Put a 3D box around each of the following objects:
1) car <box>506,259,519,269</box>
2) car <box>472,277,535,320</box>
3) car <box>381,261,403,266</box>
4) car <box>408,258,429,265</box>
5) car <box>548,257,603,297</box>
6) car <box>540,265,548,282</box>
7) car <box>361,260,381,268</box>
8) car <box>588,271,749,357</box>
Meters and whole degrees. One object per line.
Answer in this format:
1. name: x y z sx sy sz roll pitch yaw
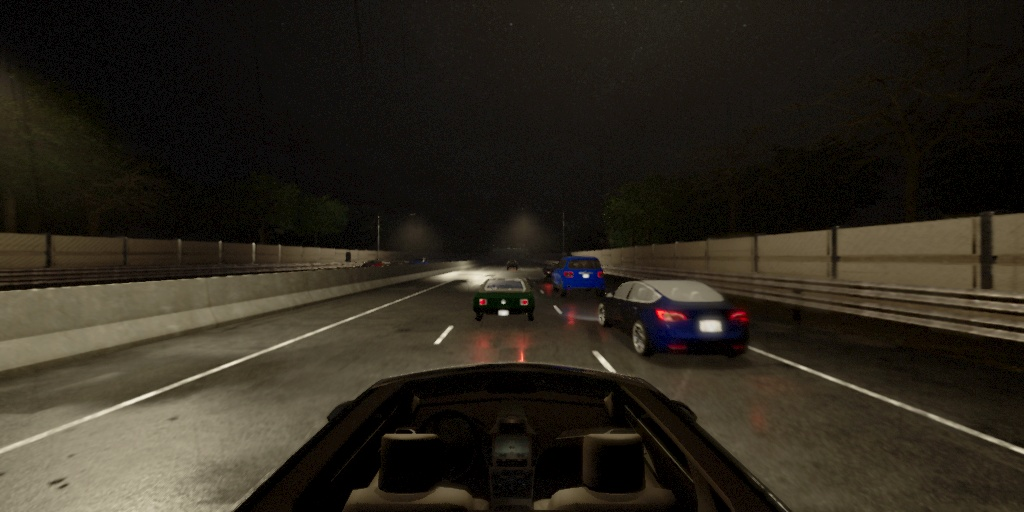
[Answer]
1. car: 0.092 1.607 64.097 1.837 1.490 4.892 0 -1 0
2. car: -0.191 1.401 12.791 1.895 1.301 4.718 0 0 1
3. car: -17.499 1.641 53.662 1.895 1.301 4.718 0 0 0
4. car: -13.995 1.254 54.163 2.150 2.045 5.566 0 0 0
5. car: 3.502 1.056 19.662 2.150 2.045 5.566 0 0 0
6. car: 3.503 1.421 30.633 1.812 1.442 4.674 0 0 0
7. car: -20.995 1.397 54.272 2.097 1.767 4.553 0 0 0
8. car: 3.501 1.285 8.658 2.163 1.488 4.792 0 0 0
